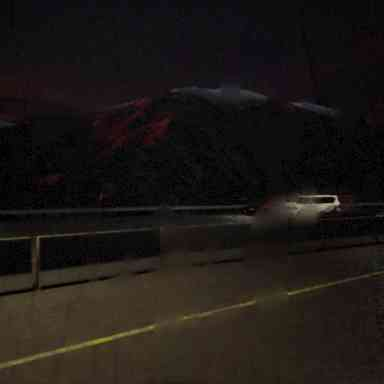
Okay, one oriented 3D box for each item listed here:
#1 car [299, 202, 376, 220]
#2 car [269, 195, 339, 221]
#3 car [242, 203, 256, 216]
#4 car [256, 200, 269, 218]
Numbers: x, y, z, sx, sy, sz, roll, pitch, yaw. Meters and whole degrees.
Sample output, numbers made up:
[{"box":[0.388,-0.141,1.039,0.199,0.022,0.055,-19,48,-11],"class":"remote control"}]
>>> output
[{"box":[9.971,1.587,22.087,5.357,1.411,2.033,0,0,-28],"class":"car"},{"box":[8.954,1.258,25.486,5.566,2.045,2.150,0,0,-27],"class":"car"},{"box":[7.080,1.562,32.364,4.674,1.442,1.812,0,0,-27],"class":"car"},{"box":[8.272,1.390,29.028,4.553,1.767,2.097,0,0,-27],"class":"car"}]
